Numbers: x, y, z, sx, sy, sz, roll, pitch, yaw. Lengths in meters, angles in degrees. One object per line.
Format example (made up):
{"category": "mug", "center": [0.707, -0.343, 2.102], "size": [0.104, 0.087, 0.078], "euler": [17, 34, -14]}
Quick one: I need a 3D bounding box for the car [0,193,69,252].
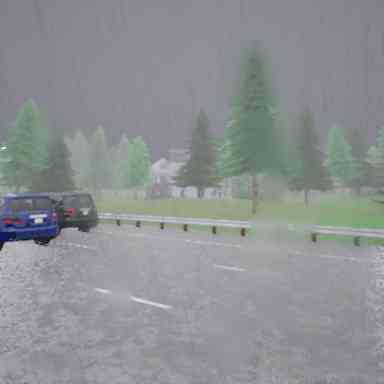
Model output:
{"category": "car", "center": [-7.646, 1.074, 13.070], "size": [5.566, 2.045, 2.150], "euler": [1, 1, 32]}

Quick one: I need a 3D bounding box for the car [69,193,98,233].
{"category": "car", "center": [-7.256, 1.044, 16.919], "size": [5.566, 2.045, 2.150], "euler": [0, 0, 31]}
